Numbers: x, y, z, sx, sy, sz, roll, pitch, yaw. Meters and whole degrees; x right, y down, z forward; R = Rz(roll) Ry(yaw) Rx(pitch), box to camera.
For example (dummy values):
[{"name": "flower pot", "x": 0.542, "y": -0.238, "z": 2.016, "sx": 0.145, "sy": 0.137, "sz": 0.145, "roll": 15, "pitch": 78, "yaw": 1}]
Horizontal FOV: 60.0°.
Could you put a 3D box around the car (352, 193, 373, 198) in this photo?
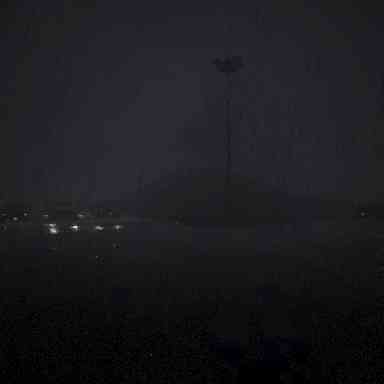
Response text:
[{"name": "car", "x": 27.563, "y": 1.073, "z": 53.893, "sx": 2.097, "sy": 1.767, "sz": 4.553, "roll": 0, "pitch": 0, "yaw": 1}]

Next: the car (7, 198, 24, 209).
[{"name": "car", "x": -24.830, "y": 1.586, "z": 46.840, "sx": 2.033, "sy": 1.411, "sz": 5.357, "roll": 0, "pitch": 0, "yaw": -28}]

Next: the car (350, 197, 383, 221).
[{"name": "car", "x": 13.850, "y": 1.390, "z": 25.556, "sx": 1.812, "sy": 1.442, "sz": 4.674, "roll": 0, "pitch": 0, "yaw": 43}]

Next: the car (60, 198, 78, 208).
[{"name": "car", "x": -18.269, "y": 1.559, "z": 49.400, "sx": 1.994, "sy": 1.385, "sz": 4.181, "roll": 0, "pitch": 0, "yaw": -28}]

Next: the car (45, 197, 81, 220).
[{"name": "car", "x": -11.020, "y": 1.479, "z": 28.212, "sx": 1.882, "sy": 1.535, "sz": 5.008, "roll": 0, "pitch": 0, "yaw": -28}]

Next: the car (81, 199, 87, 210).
[{"name": "car", "x": -12.562, "y": 1.550, "z": 38.602, "sx": 1.994, "sy": 1.385, "sz": 4.181, "roll": 0, "pitch": 0, "yaw": -28}]

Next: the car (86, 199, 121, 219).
[{"name": "car", "x": -7.859, "y": 1.505, "z": 29.727, "sx": 1.812, "sy": 1.442, "sz": 4.674, "roll": 0, "pitch": 0, "yaw": -28}]

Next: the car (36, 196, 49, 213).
[{"name": "car", "x": -16.003, "y": 1.556, "z": 37.604, "sx": 2.033, "sy": 1.411, "sz": 5.357, "roll": 0, "pitch": 0, "yaw": -28}]

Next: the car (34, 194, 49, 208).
[{"name": "car", "x": -22.125, "y": 1.241, "z": 49.226, "sx": 2.150, "sy": 2.045, "sz": 5.566, "roll": 0, "pitch": 0, "yaw": -27}]

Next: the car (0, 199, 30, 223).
[{"name": "car", "x": -14.149, "y": 1.570, "z": 26.640, "sx": 2.033, "sy": 1.411, "sz": 5.357, "roll": 0, "pitch": 0, "yaw": -28}]
